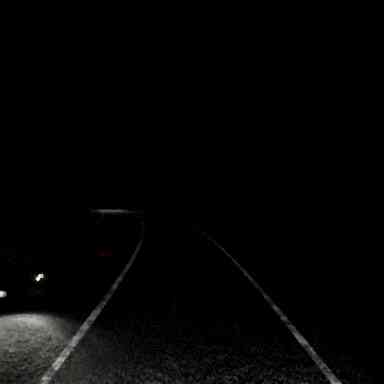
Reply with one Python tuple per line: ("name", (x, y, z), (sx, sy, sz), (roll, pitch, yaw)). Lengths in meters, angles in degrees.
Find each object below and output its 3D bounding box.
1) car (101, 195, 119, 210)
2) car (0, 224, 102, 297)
("car", (-12.132, 1.488, 49.212), (2.150, 2.045, 5.566), (2, -1, -20))
("car", (-3.848, 1.617, 9.125), (2.033, 1.411, 5.357), (0, 0, -3))
